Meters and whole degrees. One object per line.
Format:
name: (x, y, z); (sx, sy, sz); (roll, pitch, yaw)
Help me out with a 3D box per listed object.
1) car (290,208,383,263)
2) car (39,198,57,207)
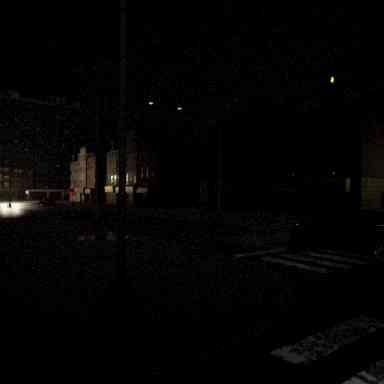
car: (5.979, 1.377, 12.506); (2.097, 1.767, 4.553); (0, 0, -35)
car: (-23.401, 1.681, 53.908); (2.033, 1.411, 5.357); (1, 0, -36)
